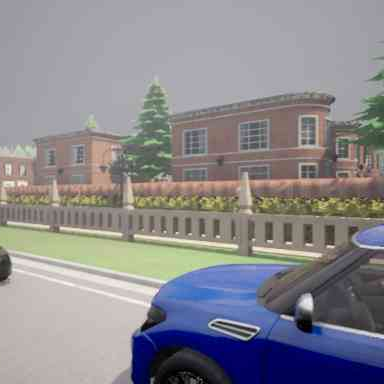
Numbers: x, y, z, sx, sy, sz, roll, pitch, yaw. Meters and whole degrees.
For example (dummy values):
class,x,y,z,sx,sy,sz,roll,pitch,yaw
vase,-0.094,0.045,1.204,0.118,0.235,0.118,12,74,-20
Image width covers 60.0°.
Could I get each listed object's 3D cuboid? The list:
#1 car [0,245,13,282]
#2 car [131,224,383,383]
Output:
class,x,y,z,sx,sy,sz,roll,pitch,yaw
car,-6.483,1.589,8.580,4.181,1.385,1.994,0,0,36
car,2.036,1.222,2.540,5.566,2.045,2.150,0,0,36
